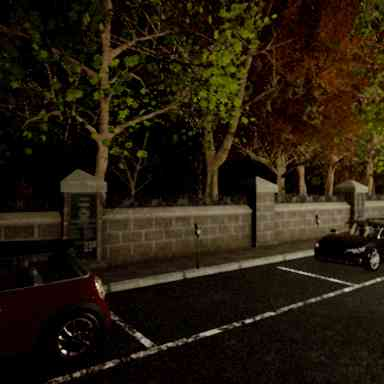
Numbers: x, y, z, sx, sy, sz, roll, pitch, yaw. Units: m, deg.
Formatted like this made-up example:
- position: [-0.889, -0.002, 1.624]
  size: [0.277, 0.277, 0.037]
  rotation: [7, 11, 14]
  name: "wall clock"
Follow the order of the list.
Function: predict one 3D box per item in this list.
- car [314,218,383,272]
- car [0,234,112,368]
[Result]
- position: [5.726, 1.542, 10.727]
  size: [4.403, 1.369, 2.008]
  rotation: [0, 0, -35]
  name: "car"
- position: [-3.251, 1.440, 4.240]
  size: [4.097, 1.590, 1.967]
  rotation: [0, 0, -35]
  name: "car"
